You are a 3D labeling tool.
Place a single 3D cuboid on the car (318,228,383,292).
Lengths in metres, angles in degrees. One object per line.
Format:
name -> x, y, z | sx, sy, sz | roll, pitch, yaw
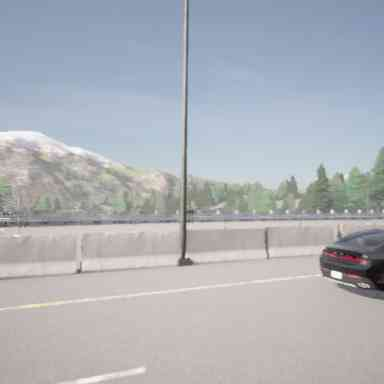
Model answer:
car -> 5.629, 1.713, 8.687 | 4.892, 1.490, 1.837 | 1, -2, -22
